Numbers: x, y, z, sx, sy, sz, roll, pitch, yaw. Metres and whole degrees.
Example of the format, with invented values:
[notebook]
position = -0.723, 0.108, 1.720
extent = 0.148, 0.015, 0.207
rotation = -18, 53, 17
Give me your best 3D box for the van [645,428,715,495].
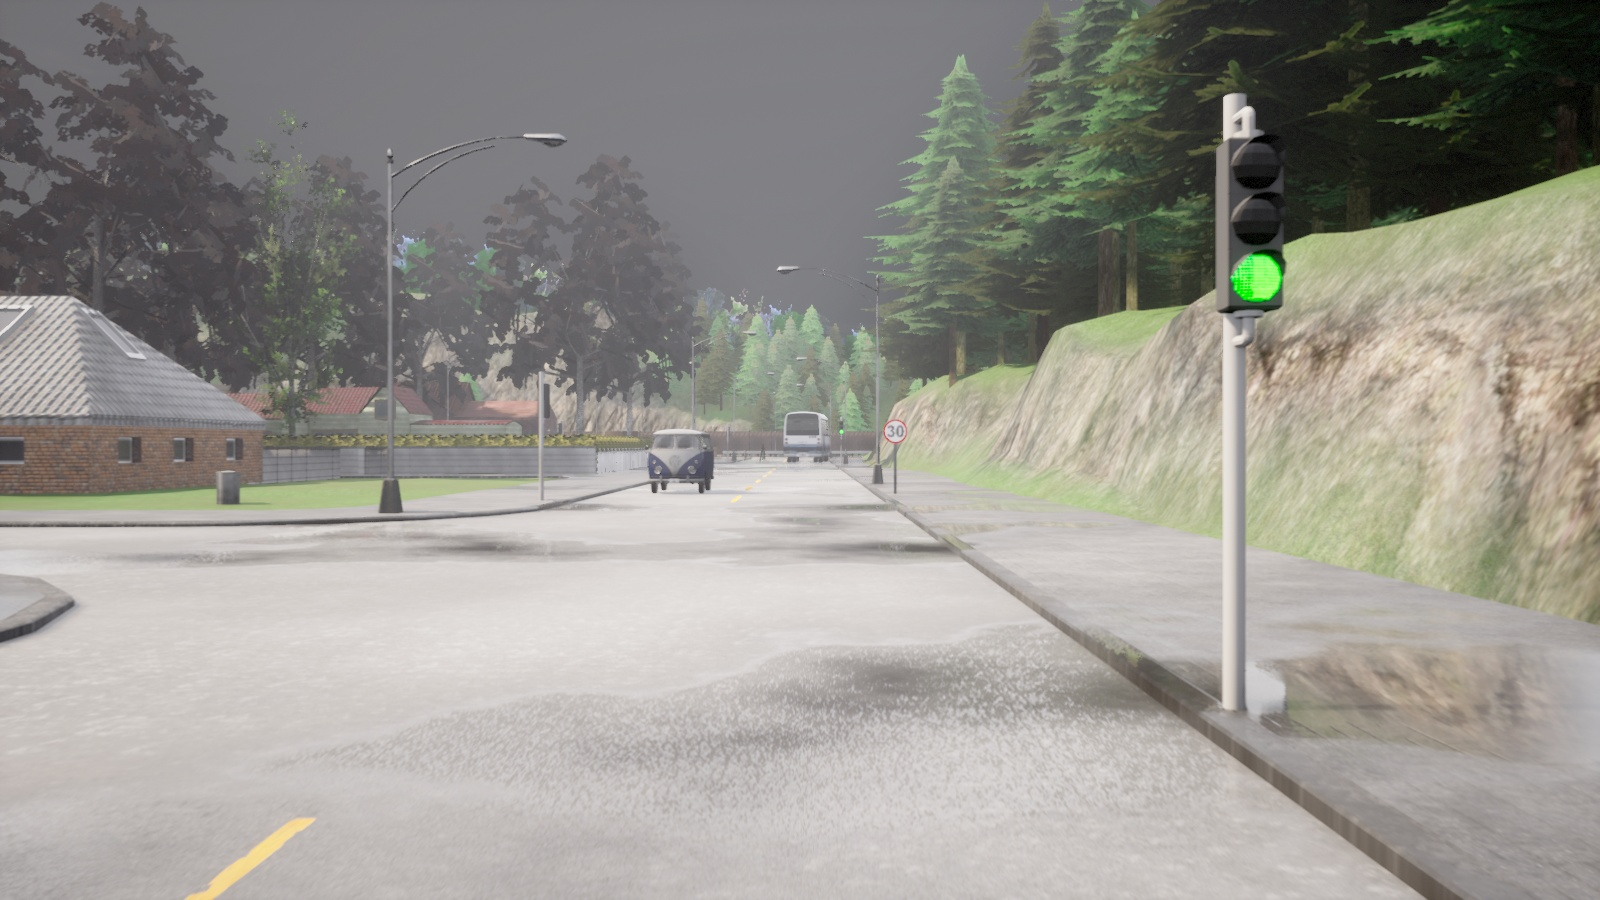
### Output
[van]
position = -3.760, 0.333, 39.918
extent = 1.775, 1.987, 4.442
rotation = 0, 0, 0
